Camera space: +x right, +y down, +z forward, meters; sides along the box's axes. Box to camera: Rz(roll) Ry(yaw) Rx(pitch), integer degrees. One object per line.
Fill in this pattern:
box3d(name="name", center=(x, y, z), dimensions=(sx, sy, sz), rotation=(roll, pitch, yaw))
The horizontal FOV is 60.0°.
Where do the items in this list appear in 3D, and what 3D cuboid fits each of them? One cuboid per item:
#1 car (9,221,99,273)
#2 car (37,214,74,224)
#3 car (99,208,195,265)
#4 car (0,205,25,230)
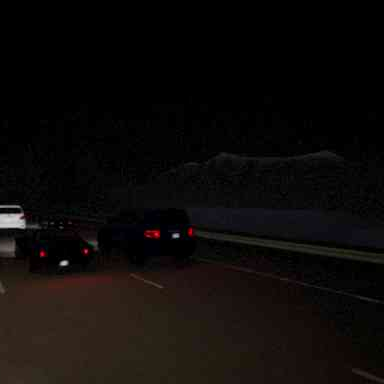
box3d(name="car", center=(-5.226, 1.971, 12.165), dimensions=(1.895, 1.301, 4.718), rotation=(2, -2, -34))
box3d(name="car", center=(-10.958, 2.398, 26.457), dimensions=(1.895, 1.301, 4.718), rotation=(2, -2, -34))
box3d(name="car", center=(-2.083, 1.663, 13.782), dimensions=(2.150, 2.045, 5.566), rotation=(2, -2, -34))
box3d(name="car", center=(-13.509, 1.926, 24.005), dimensions=(2.150, 2.045, 5.566), rotation=(2, -2, -34))
